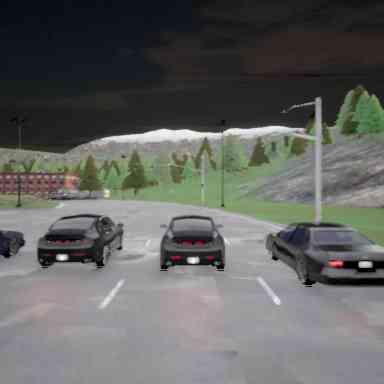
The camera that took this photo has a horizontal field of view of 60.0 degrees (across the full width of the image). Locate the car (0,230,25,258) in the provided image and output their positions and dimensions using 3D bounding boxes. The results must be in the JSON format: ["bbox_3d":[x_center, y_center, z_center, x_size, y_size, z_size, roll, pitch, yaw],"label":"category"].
[{"bbox_3d":[-6.983,1.537,9.749,2.033,1.411,5.357,0,0,-1],"label":"car"}]

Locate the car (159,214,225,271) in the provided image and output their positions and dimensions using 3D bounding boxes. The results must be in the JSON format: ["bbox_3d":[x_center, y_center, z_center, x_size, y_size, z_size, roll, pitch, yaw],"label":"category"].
[{"bbox_3d":[-0.020,1.493,10.923,1.837,1.490,4.892,0,0,-1],"label":"car"}]

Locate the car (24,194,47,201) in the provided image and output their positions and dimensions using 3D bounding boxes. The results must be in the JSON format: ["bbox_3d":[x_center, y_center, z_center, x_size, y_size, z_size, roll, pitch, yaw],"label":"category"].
[{"bbox_3d":[-37.014,1.419,79.328,4.892,1.490,1.837,0,0,28],"label":"car"}]

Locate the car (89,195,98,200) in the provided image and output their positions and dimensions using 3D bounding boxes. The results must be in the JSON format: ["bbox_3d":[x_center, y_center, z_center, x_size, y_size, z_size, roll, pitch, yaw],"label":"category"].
[{"bbox_3d":[-27.900,1.448,90.124,5.357,1.411,2.033,0,0,32],"label":"car"}]

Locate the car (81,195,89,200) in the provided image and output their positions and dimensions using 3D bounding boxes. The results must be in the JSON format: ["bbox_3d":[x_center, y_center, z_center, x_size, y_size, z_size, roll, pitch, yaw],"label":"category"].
[{"bbox_3d":[-29.791,1.463,87.176,4.181,1.385,1.994,0,0,32],"label":"car"}]

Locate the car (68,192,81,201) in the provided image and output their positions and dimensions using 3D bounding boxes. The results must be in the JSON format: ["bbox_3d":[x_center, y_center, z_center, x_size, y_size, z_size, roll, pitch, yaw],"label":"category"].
[{"bbox_3d":[-30.999,1.439,83.794,4.674,1.442,1.812,0,0,32],"label":"car"}]

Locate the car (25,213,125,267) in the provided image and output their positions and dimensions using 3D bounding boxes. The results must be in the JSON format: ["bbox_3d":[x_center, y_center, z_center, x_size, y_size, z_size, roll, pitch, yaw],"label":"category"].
[{"bbox_3d":[-3.536,1.493,11.316,1.837,1.490,4.892,0,0,-2],"label":"car"}]

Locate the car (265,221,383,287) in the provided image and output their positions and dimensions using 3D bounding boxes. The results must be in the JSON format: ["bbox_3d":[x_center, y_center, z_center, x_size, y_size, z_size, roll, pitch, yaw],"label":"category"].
[{"bbox_3d":[3.519,1.538,9.334,2.033,1.411,5.357,0,0,-1],"label":"car"}]

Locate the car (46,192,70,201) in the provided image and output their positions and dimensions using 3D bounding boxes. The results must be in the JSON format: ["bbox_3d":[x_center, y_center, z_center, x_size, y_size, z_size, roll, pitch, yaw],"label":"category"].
[{"bbox_3d":[-32.477,1.417,80.561,4.892,1.490,1.837,0,0,35],"label":"car"}]
